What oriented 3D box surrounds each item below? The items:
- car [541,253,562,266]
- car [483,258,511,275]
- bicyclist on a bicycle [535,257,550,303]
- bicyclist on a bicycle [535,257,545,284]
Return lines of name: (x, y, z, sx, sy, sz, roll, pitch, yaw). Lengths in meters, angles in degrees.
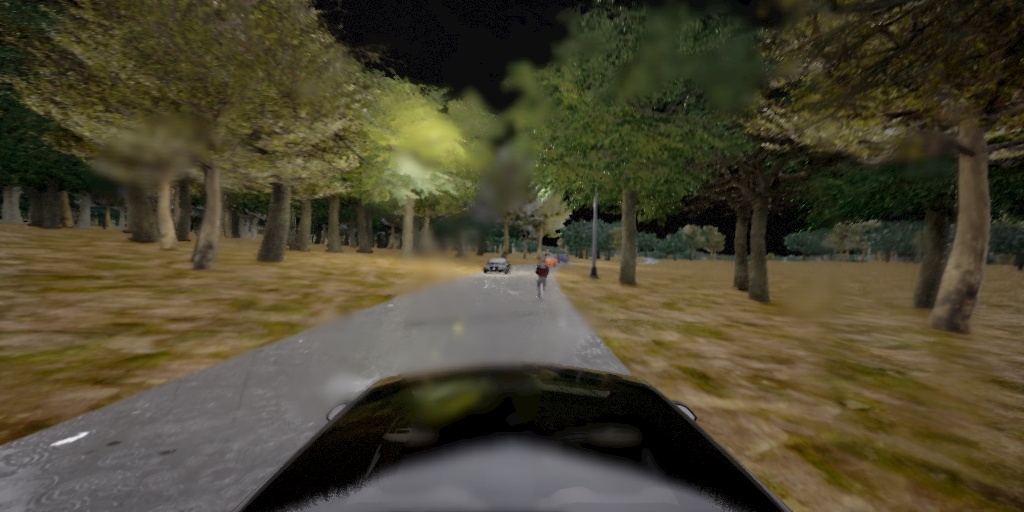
car: (5.926, 0.639, 54.844, 2.097, 1.767, 4.553, 2, 0, 12)
car: (-1.225, 0.849, 31.377, 1.994, 1.385, 4.181, 2, 1, 7)
bicyclist on a bicycle: (1.229, 0.969, 14.517, 0.659, 1.776, 1.843, 2, 1, 3)
bicyclist on a bicycle: (1.864, 0.924, 23.477, 0.582, 1.620, 1.656, 2, 1, 5)
